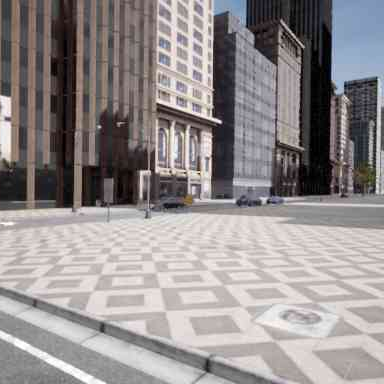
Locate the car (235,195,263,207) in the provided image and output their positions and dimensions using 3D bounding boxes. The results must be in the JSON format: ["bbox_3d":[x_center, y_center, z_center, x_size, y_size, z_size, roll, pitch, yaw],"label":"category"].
[{"bbox_3d":[8.344,1.189,47.474,2.097,1.767,4.553,1,1,36],"label":"car"}]

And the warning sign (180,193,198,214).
[{"bbox_3d":[-0.267,1.074,30.694,1.300,1.860,1.060,1,1,35],"label":"warning sign"}]

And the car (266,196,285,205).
[{"bbox_3d":[13.947,1.358,55.478,1.994,1.385,4.181,1,1,35],"label":"car"}]

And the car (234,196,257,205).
[{"bbox_3d":[8.606,1.344,53.127,1.994,1.385,4.181,1,1,35],"label":"car"}]

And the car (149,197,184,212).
[{"bbox_3d":[-2.890,1.335,37.056,2.128,1.511,4.902,1,1,35],"label":"car"}]
